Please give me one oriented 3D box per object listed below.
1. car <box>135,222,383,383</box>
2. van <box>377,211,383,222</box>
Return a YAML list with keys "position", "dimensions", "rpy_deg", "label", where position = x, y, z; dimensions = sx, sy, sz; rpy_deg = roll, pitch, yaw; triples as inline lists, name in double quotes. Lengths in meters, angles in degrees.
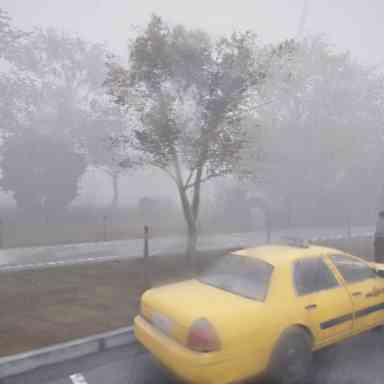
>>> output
- position: [1.812, 1.483, 5.273]
  dimensions: [5.366, 1.575, 1.946]
  rpy_deg: [0, -2, -32]
  label: "car"
- position: [6.460, 1.287, 8.249]
  dimensions: [4.442, 1.987, 1.878]
  rpy_deg: [0, -2, -34]
  label: "van"
